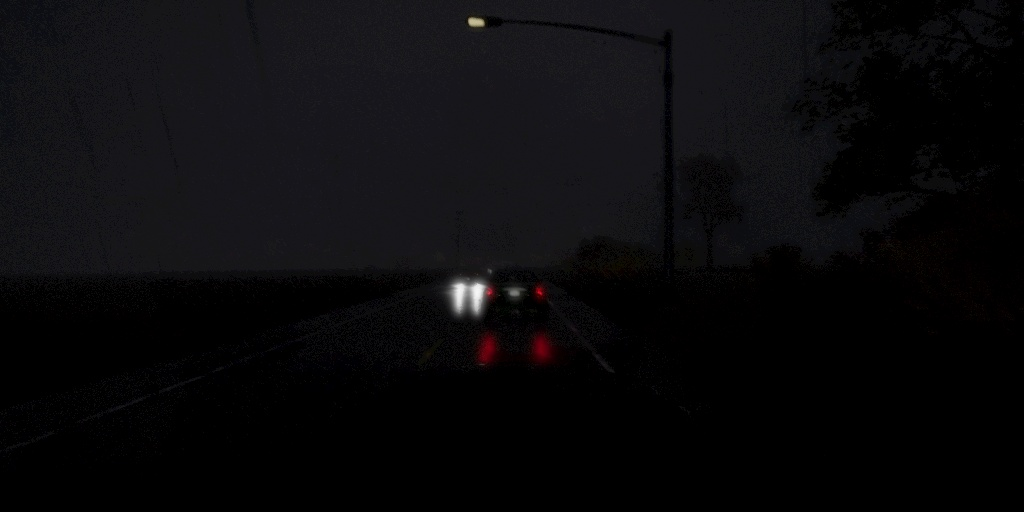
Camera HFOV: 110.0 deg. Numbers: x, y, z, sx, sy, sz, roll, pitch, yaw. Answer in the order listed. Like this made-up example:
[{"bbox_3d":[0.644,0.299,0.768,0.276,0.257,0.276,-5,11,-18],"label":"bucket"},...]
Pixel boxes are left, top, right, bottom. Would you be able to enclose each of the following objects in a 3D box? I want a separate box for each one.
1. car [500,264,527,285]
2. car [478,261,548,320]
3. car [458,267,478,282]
[{"bbox_3d":[0.105,1.492,30.198,2.128,1.511,4.902,0,0,0],"label":"car"},{"bbox_3d":[0.097,1.203,13.222,2.097,1.767,4.553,0,-1,0],"label":"car"},{"bbox_3d":[-3.590,1.613,31.791,1.895,1.301,4.718,0,0,0],"label":"car"}]
